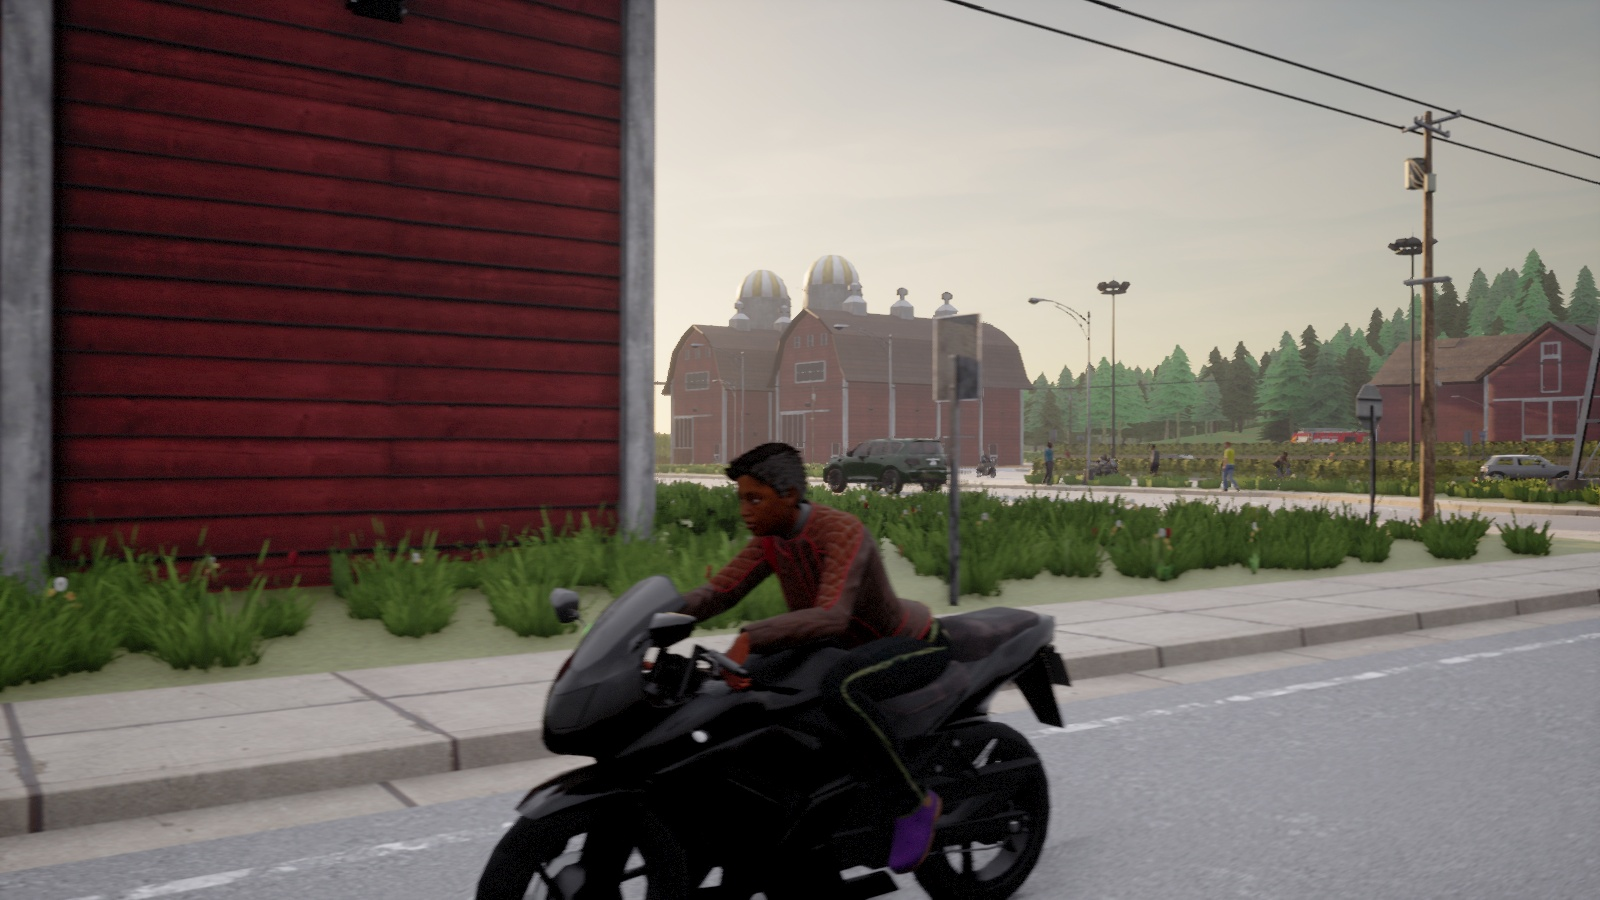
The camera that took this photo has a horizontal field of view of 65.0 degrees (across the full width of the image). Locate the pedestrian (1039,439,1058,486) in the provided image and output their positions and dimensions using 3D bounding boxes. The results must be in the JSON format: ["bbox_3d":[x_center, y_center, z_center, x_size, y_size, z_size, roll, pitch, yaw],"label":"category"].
[{"bbox_3d":[10.311,0.506,52.140,0.396,1.930,0.692,0,0,-34],"label":"pedestrian"}]

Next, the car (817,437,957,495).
[{"bbox_3d":[3.183,0.573,47.243,2.150,2.045,5.566,0,0,-36],"label":"car"}]

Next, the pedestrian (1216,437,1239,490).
[{"bbox_3d":[15.167,0.477,44.557,0.354,1.836,0.706,0,0,-36],"label":"pedestrian"}]

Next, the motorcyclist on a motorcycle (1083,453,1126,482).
[{"bbox_3d":[16.316,0.910,67.375,0.866,1.530,2.191,0,0,-36],"label":"motorcyclist on a motorcycle"}]

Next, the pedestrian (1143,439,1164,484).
[{"bbox_3d":[15.232,0.501,54.119,0.423,1.949,0.788,0,0,-39],"label":"pedestrian"}]

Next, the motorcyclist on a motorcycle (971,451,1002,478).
[{"bbox_3d":[11.115,0.859,74.981,0.866,1.590,1.817,1,0,-31],"label":"motorcyclist on a motorcycle"}]

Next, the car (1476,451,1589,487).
[{"bbox_3d":[30.432,0.774,52.319,3.806,1.475,1.970,0,0,21],"label":"car"}]

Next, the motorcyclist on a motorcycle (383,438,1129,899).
[{"bbox_3d":[-0.051,0.736,3.623,2.044,1.523,0.797,0,0,-35],"label":"motorcyclist on a motorcycle"}]
